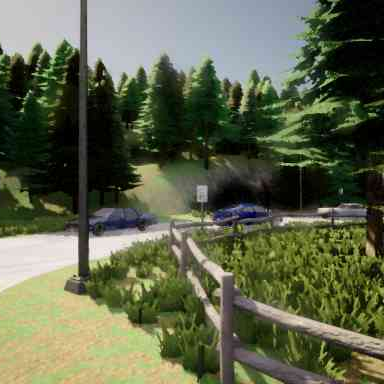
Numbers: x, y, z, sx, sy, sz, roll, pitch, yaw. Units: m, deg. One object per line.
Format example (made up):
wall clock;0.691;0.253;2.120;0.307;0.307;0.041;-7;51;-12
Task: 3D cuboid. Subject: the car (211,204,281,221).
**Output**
car;3.662;1.504;21.393;5.008;1.535;1.882;0;-1;-33

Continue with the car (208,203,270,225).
car;3.550;1.591;25.152;4.181;1.385;1.994;0;0;-26

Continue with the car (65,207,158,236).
car;-4.400;1.574;19.122;2.033;1.411;5.357;0;0;41

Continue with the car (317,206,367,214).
car;13.073;1.628;28.034;4.718;1.301;1.895;0;0;-6
